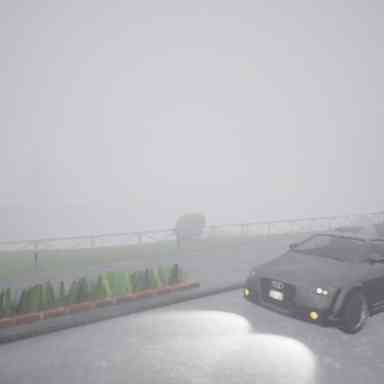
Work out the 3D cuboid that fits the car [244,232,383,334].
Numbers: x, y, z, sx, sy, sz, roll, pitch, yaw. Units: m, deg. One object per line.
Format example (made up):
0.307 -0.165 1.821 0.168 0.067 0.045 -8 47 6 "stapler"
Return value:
3.051 1.556 6.772 4.181 1.385 1.994 0 0 -35 "car"
